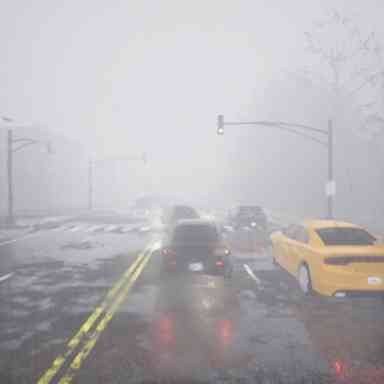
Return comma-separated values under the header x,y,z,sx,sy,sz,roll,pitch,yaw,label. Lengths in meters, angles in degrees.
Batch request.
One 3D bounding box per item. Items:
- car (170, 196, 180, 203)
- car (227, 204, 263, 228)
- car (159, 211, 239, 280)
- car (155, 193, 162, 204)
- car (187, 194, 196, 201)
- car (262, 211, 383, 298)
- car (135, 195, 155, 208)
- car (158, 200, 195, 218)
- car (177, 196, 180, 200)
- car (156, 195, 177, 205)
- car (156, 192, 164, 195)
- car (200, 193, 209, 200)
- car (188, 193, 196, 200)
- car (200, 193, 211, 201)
x,y,z,sx,sy,sz,roll,pitch,yaw,label
-3.299,1.486,65.201,1.895,1.301,4.718,0,0,0,car
3.335,1.473,20.402,1.837,1.490,4.892,0,0,0,car
0.092,1.510,9.779,1.812,1.442,4.674,0,0,0,car
-6.612,1.380,56.044,1.882,1.535,5.008,0,0,0,car
-0.058,1.455,75.236,1.895,1.301,4.718,0,0,0,car
3.346,1.464,8.574,1.882,1.535,5.008,0,0,0,car
-6.621,1.399,45.664,1.882,1.535,5.008,0,0,0,car
-0.784,1.491,21.439,1.812,1.442,4.674,0,0,-14,car
-3.372,1.430,55.040,1.812,1.442,4.674,0,0,1,car
-3.371,1.449,44.991,1.812,1.442,4.674,0,0,0,car
-6.550,1.104,66.666,2.150,2.045,5.566,0,0,0,car
3.185,1.035,85.180,2.097,1.767,4.553,0,0,0,car
-0.065,1.157,85.207,1.882,1.535,5.008,0,0,0,car
3.192,1.400,74.792,2.033,1.411,5.357,0,0,0,car
